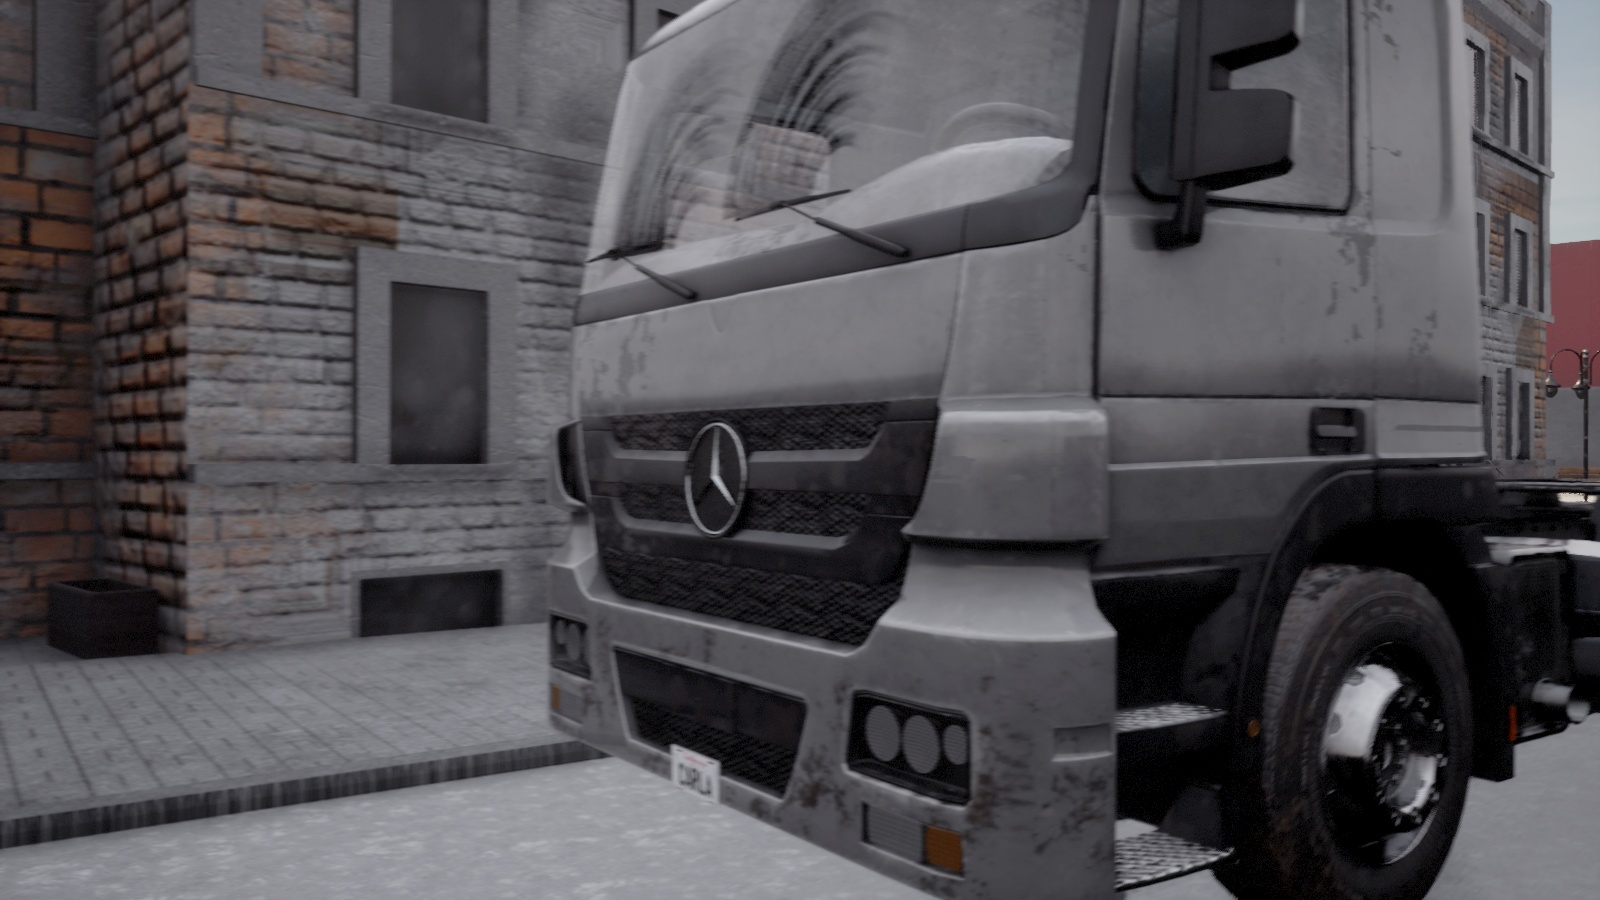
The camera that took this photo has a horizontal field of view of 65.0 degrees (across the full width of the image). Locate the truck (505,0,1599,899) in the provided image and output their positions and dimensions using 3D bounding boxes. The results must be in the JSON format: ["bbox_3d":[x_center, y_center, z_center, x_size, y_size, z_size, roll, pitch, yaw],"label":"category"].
[{"bbox_3d":[2.868,-0.228,6.269,7.936,3.462,2.891,0,0,-35],"label":"truck"}]
